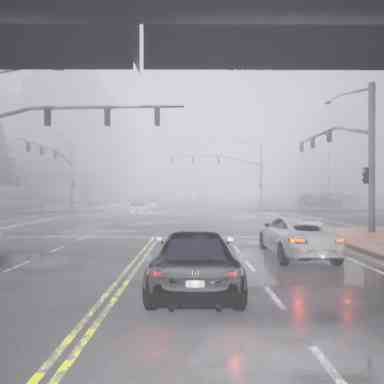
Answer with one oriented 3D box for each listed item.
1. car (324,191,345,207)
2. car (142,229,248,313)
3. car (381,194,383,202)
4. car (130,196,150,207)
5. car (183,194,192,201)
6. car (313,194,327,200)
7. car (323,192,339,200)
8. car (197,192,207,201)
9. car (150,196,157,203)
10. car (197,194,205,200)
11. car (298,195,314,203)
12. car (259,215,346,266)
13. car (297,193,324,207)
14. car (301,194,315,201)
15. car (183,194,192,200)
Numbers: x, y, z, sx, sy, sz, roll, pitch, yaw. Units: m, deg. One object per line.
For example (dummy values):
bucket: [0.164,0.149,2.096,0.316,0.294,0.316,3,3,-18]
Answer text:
car: [19.540,1.095,47.379,1.905,1.878,3.866,0,0,0]
car: [0.067,1.554,7.745,1.994,1.385,4.181,0,0,0]
car: [39.091,1.070,64.995,1.932,1.855,4.605,0,0,0]
car: [-8.003,1.500,49.737,1.994,1.385,4.181,0,0,0]
car: [-1.095,1.494,77.005,1.895,1.301,4.718,0,0,0]
car: [30.813,1.261,79.981,1.784,1.438,3.905,0,0,0]
car: [33.496,1.050,80.040,1.932,1.855,4.605,0,0,0]
car: [2.405,1.124,77.030,2.150,2.045,5.566,0,0,0]
car: [-8.045,1.516,65.620,1.895,1.301,4.718,0,0,0]
car: [2.346,1.268,86.099,1.994,1.385,4.181,0,0,0]
car: [22.194,1.312,64.855,1.970,1.475,3.806,0,0,0]
car: [3.582,1.511,11.405,1.812,1.442,4.674,0,0,0]
car: [16.646,1.092,47.425,1.932,1.855,4.605,0,0,0]
car: [27.918,1.293,79.974,1.970,1.475,3.806,0,0,0]
car: [-1.154,1.241,86.076,2.128,1.511,4.902,0,0,0]
